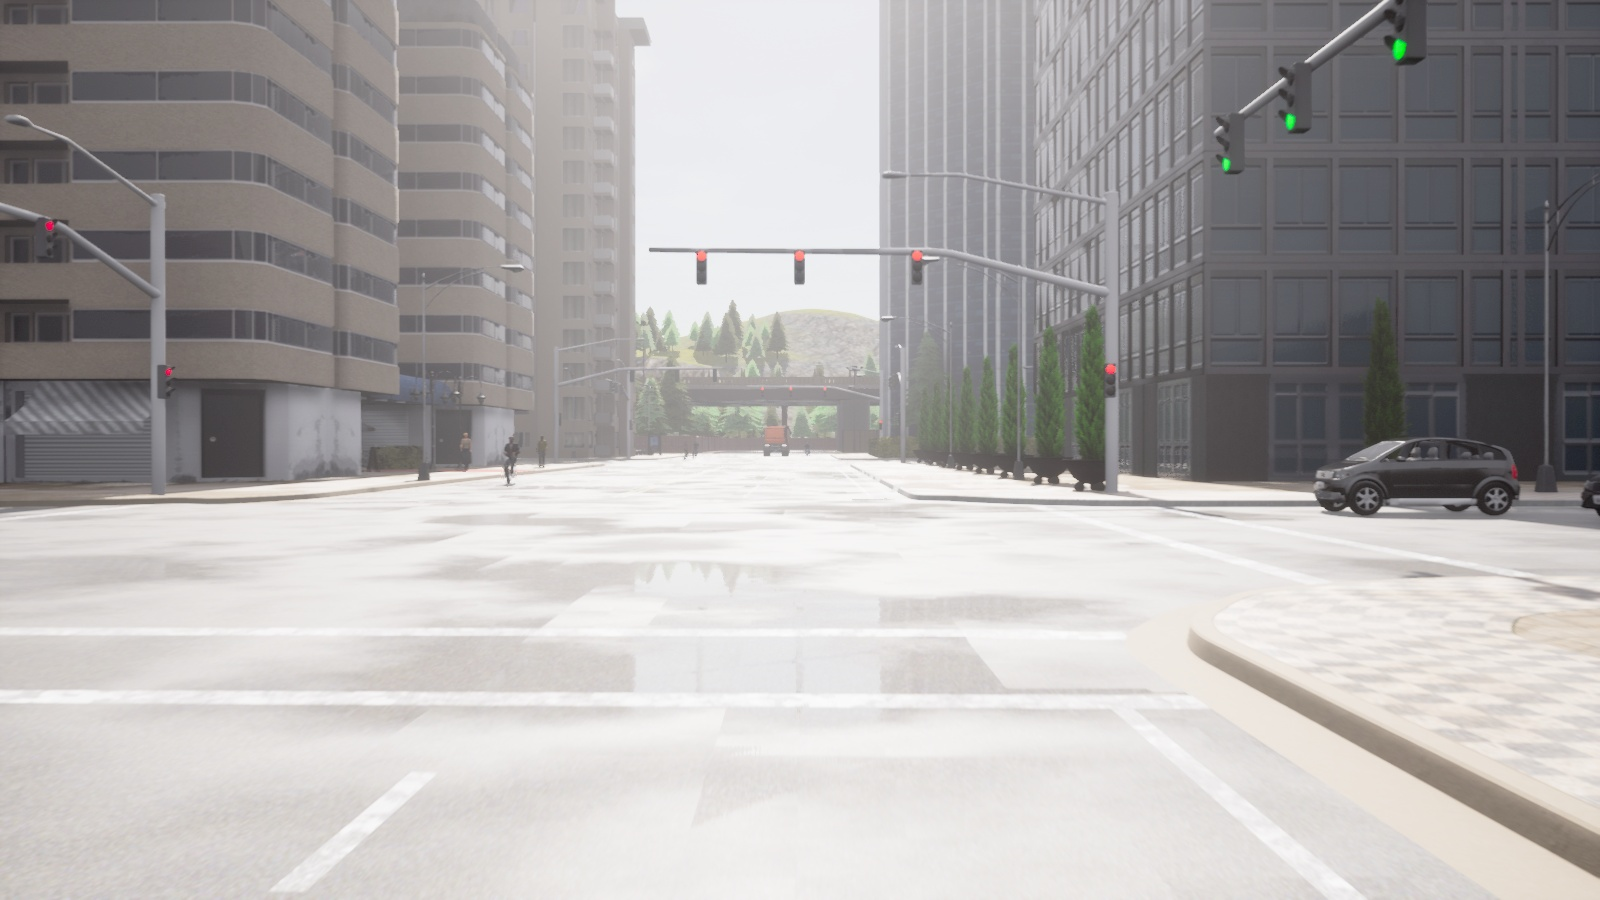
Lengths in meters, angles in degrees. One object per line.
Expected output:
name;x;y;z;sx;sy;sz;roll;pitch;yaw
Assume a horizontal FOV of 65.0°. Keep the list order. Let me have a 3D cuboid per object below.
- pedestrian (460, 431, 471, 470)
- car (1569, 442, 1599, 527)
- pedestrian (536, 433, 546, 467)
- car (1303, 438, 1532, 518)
pedestrian;-16.102;0.016;60.427;0.345;1.836;0.594;0;0;1
car;15.892;0.596;21.616;4.193;1.474;1.816;0;0;1
pedestrian;-13.991;0.011;67.896;0.370;1.835;0.726;0;0;-1
car;12.294;0.538;25.157;3.705;1.549;1.789;0;0;1
